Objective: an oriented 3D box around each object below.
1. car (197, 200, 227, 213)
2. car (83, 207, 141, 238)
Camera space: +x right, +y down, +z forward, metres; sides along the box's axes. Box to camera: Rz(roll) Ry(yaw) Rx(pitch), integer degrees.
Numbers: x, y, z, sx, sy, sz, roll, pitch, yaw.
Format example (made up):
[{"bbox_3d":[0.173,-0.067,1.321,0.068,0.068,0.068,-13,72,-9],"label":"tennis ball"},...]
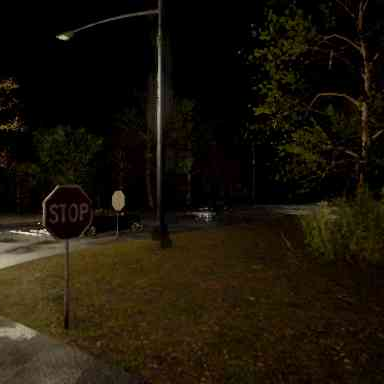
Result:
[{"bbox_3d":[2.466,1.751,40.499,1.837,1.490,4.892,0,1,36],"label":"car"},{"bbox_3d":[-4.963,1.542,18.368,1.882,1.535,5.008,0,0,36],"label":"car"}]
